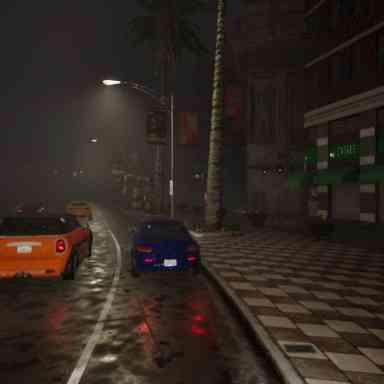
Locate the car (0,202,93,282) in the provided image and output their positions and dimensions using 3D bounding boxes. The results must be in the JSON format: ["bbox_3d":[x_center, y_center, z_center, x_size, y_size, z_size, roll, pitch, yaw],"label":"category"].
[{"bbox_3d":[-4.225,1.348,9.791,2.097,1.767,4.553,0,0,-9],"label":"car"}]

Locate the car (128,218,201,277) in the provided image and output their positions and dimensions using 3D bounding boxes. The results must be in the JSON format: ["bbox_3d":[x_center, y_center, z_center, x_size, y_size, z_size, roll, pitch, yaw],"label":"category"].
[{"bbox_3d":[-0.947,1.524,10.194,1.812,1.442,4.674,0,0,-11],"label":"car"}]
